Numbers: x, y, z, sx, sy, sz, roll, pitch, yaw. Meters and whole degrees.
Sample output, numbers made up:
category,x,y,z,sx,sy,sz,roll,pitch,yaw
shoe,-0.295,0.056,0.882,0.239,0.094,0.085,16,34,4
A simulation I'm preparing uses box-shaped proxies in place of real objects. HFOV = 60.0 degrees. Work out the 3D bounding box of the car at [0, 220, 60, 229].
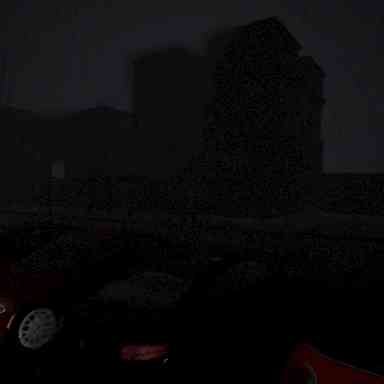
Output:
category,x,y,z,sx,sy,sz,roll,pitch,yaw
car,-4.268,1.518,8.194,2.097,1.535,5.008,0,0,35

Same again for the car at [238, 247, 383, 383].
category,x,y,z,sx,sy,sz,roll,pitch,yaw
car,2.522,1.354,3.310,2.185,1.767,4.553,-1,0,35

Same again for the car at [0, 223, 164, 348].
category,x,y,z,sx,sy,sz,roll,pitch,yaw
car,-1.996,1.513,6.576,2.097,1.535,5.008,0,0,35

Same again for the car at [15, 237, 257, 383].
category,x,y,z,sx,sy,sz,roll,pitch,yaw
car,0.270,1.540,4.950,2.002,1.452,4.674,0,0,35
